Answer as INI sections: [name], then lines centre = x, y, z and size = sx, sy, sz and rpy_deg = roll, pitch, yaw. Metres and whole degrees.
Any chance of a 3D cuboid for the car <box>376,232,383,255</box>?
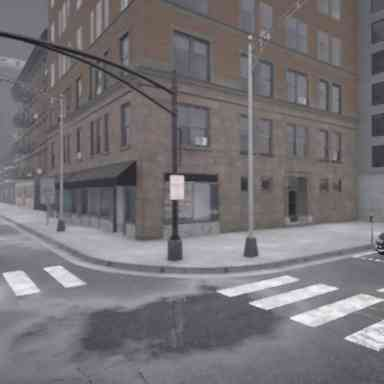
[car]
centre = 8.440, 1.589, 12.209
size = 4.403, 1.369, 2.008
rpy_deg = 0, 0, -35
